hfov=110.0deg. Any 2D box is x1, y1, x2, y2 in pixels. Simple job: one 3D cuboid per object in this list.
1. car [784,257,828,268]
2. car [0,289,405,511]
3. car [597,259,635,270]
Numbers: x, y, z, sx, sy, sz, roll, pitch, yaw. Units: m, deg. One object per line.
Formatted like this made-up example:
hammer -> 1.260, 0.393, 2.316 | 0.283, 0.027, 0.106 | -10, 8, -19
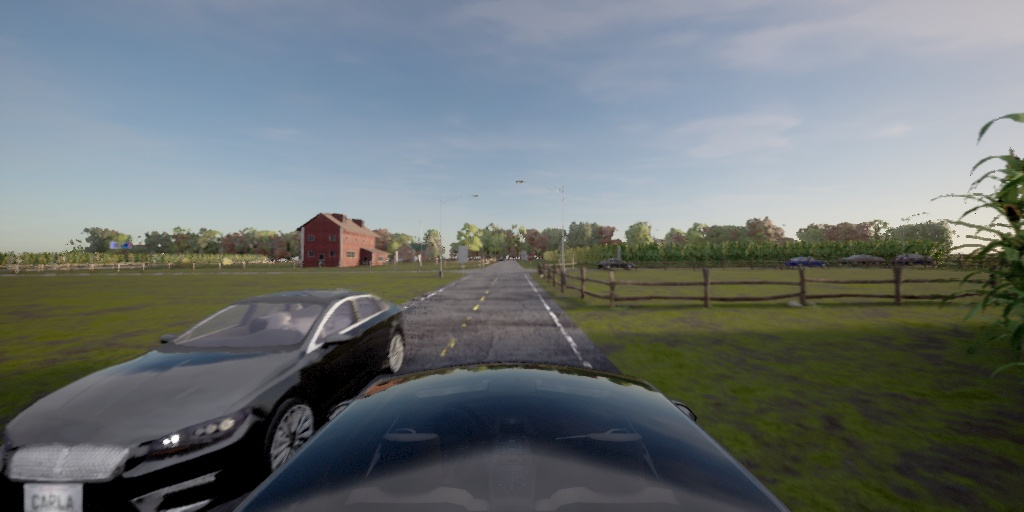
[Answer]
car -> 39.142, 0.854, 47.780 | 5.008, 1.535, 1.882 | -1, -1, 0
car -> -2.851, 1.241, 4.677 | 2.128, 1.511, 4.902 | 0, 0, 0
car -> 13.881, 1.104, 47.706 | 4.892, 1.490, 1.837 | -1, -1, 0
